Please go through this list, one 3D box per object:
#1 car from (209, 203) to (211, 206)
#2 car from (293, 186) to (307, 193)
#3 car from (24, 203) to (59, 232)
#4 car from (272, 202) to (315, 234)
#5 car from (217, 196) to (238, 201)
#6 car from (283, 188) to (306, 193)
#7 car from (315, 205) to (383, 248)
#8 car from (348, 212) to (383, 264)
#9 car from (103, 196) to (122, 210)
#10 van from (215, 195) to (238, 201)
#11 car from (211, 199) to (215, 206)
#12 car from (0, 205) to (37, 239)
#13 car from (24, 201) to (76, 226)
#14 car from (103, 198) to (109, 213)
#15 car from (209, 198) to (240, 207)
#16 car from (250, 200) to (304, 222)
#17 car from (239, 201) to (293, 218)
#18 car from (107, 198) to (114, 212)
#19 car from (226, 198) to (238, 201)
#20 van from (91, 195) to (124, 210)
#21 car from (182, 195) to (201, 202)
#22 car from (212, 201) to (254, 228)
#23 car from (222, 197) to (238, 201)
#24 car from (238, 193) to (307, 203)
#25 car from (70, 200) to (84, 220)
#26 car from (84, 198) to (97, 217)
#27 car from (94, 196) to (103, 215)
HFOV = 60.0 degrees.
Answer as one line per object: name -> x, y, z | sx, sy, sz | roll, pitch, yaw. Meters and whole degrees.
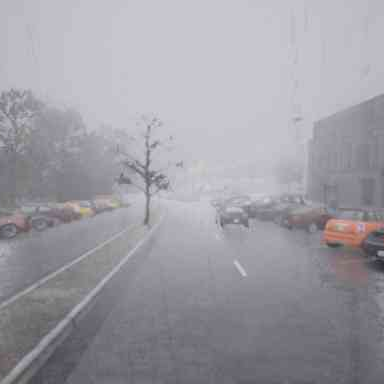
car -> 5.327, 1.691, 52.491 | 5.366, 1.575, 1.946 | 1, 0, -26
car -> 22.990, -0.099, 68.236 | 2.435, 2.045, 5.566 | -7, 4, -30
car -> -10.718, 1.628, 19.833 | 4.792, 1.488, 2.163 | -1, -1, -22
car -> 7.518, 1.561, 19.412 | 5.008, 1.535, 2.097 | 1, -1, -22
car -> 6.271, 1.660, 43.543 | 4.892, 1.521, 2.231 | 1, 0, -25
car -> 20.042, 0.479, 67.720 | 2.002, 1.452, 4.674 | -7, 4, -30
car -> 7.635, 1.412, 13.366 | 4.553, 1.767, 2.185 | 1, -1, -21
car -> 7.690, 1.526, 10.346 | 4.892, 1.521, 2.231 | 1, -1, -21
car -> -11.694, 1.691, 40.595 | 5.366, 1.575, 1.946 | -1, -1, -24
van -> 5.924, 1.444, 46.504 | 4.442, 1.987, 1.878 | 1, 0, -25
car -> 5.800, 1.558, 49.576 | 4.553, 1.767, 2.185 | 1, 0, -25
car -> -10.687, 1.615, 16.839 | 4.792, 1.488, 2.163 | -1, 0, -21
car -> -10.845, 1.613, 22.776 | 5.008, 1.535, 2.097 | -1, 0, -22
car -> -11.449, 1.709, 34.606 | 4.674, 1.452, 2.002 | -1, 0, -23
car -> 5.387, 1.744, 55.551 | 4.792, 1.488, 2.163 | 1, -1, -26
car -> 7.324, 1.586, 25.446 | 5.008, 1.535, 2.097 | 1, 0, -23
car -> 7.034, 1.650, 31.487 | 4.674, 1.452, 2.002 | 1, -1, -23
car -> -11.646, 1.723, 37.560 | 4.674, 1.452, 2.002 | -1, 0, -24
car -> 6.689, 1.674, 37.515 | 4.674, 1.452, 2.002 | 1, 0, -24
van -> -12.499, 1.512, 49.419 | 4.442, 1.987, 1.878 | -1, 0, -25
car -> 0.291, 1.949, 93.075 | 4.553, 1.767, 2.185 | 1, -1, -30
car -> 2.708, 1.624, 23.092 | 1.812, 1.442, 4.674 | 0, 0, -2
car -> 6.479, 1.687, 40.532 | 4.674, 1.452, 2.002 | 1, -1, -24
car -> 7.166, 1.346, 28.451 | 5.566, 2.045, 2.435 | 1, 0, -23
car -> -11.009, 1.502, 25.728 | 4.553, 1.767, 2.185 | -1, -1, -22
car -> -11.288, 1.640, 28.618 | 5.366, 1.575, 1.946 | -1, 0, -23
car -> -11.249, 1.529, 31.661 | 4.553, 1.767, 2.185 | -1, 0, -23
